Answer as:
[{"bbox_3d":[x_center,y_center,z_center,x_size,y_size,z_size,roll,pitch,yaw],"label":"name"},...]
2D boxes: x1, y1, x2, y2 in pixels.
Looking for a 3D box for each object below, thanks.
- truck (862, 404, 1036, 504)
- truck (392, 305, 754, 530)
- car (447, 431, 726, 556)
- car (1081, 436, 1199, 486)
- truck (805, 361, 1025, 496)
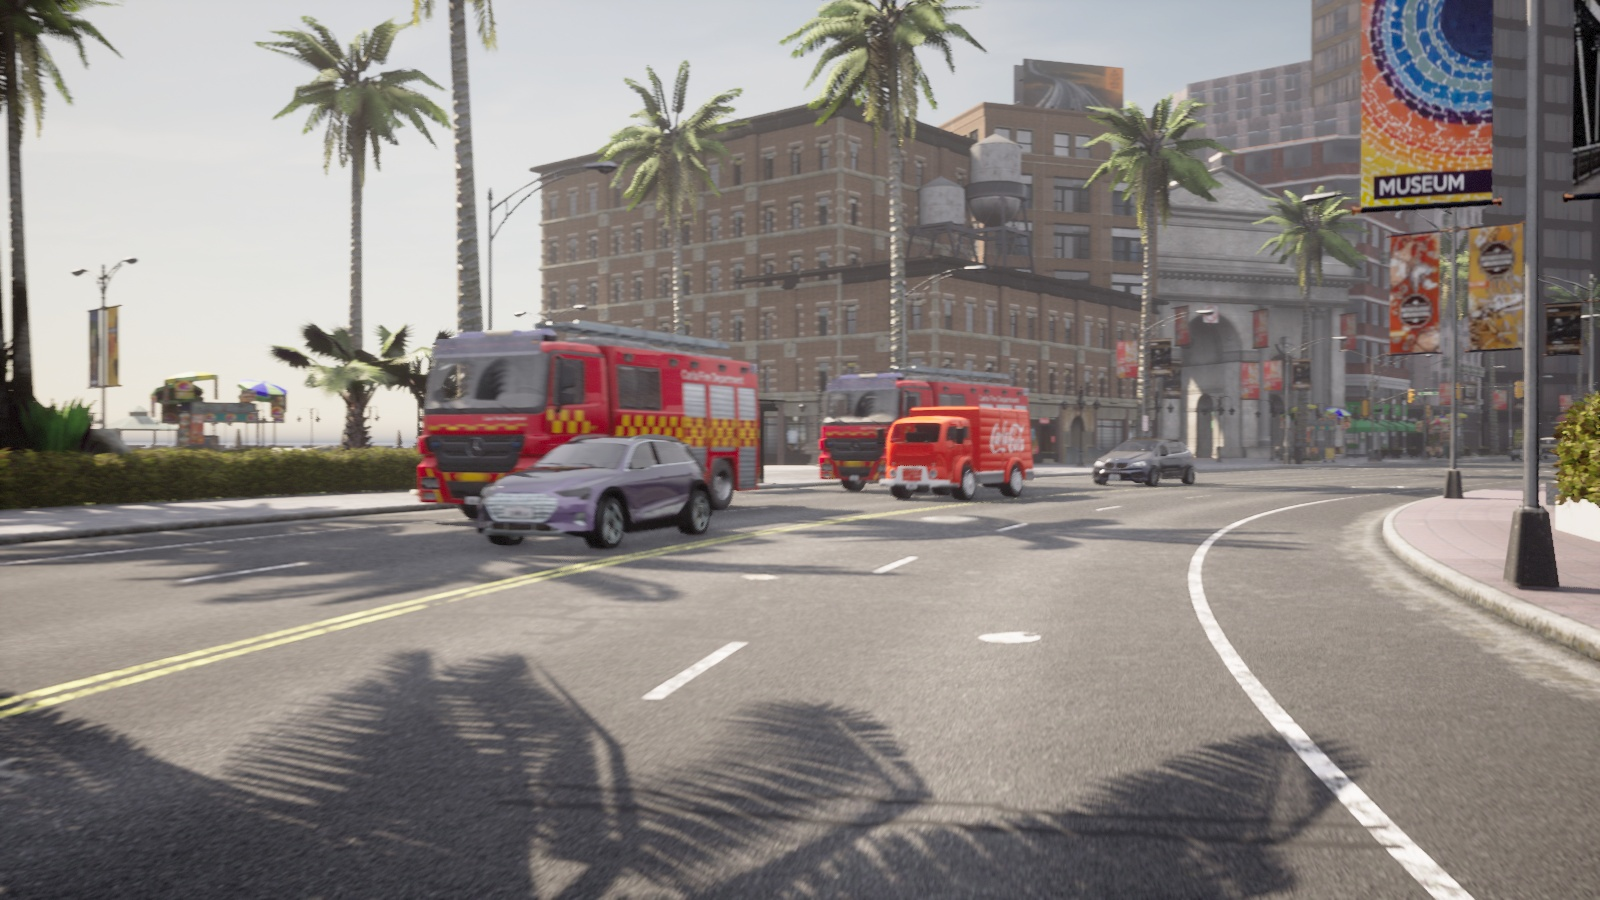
[{"bbox_3d":[4.126,0.076,33.967,2.627,2.467,5.204,0,0,33],"label":"truck"},{"bbox_3d":[-4.200,-0.574,25.784,2.891,3.827,8.468,0,0,26],"label":"truck"},{"bbox_3d":[-3.053,0.561,19.172,2.033,1.649,4.856,0,0,20],"label":"car"},{"bbox_3d":[12.080,0.366,44.484,2.242,1.667,4.611,0,0,41],"label":"car"},{"bbox_3d":[3.868,-0.635,39.820,2.891,3.827,8.468,0,0,37],"label":"truck"}]
